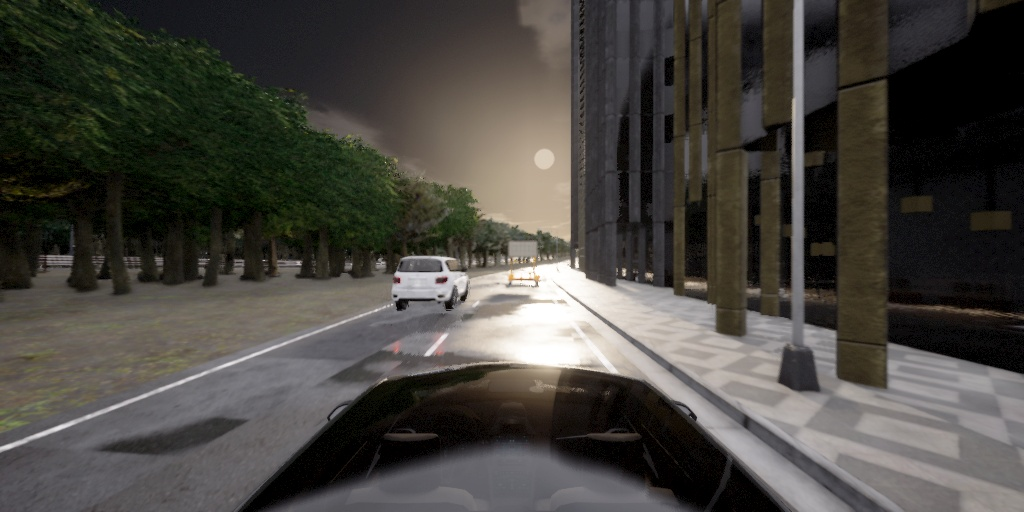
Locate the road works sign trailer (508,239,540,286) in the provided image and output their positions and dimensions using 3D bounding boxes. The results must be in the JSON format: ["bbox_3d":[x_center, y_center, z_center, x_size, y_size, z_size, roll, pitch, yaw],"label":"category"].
[{"bbox_3d":[0.845,0.473,28.294,2.380,3.560,2.880,0,0,-2],"label":"road works sign trailer"}]

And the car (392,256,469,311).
[{"bbox_3d":[-3.187,1.032,15.040,2.150,2.045,5.566,0,-1,2],"label":"car"}]
